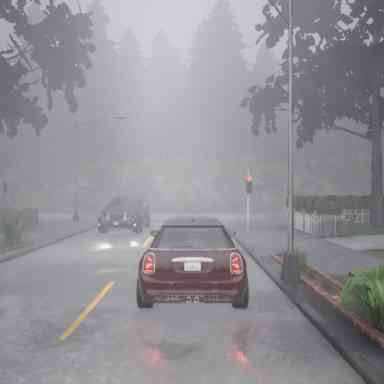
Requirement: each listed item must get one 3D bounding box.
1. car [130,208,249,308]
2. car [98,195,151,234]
[{"bbox_3d":[0.022,1.352,8.057,2.097,1.767,4.553,0,0,0],"label":"car"},{"bbox_3d":[-3.738,1.220,19.488,2.150,2.045,5.566,0,0,2],"label":"car"}]
